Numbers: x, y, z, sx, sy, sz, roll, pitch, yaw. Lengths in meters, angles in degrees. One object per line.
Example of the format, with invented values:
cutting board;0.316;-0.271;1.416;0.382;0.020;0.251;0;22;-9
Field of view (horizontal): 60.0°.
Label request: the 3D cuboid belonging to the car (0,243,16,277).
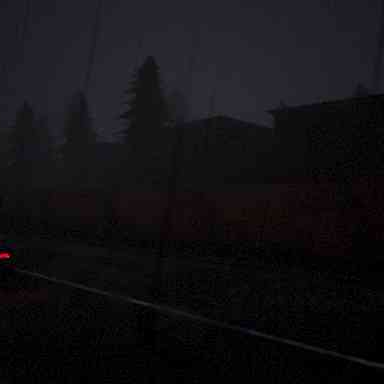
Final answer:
car;-6.719;1.548;8.713;5.357;1.411;2.033;0;0;36
